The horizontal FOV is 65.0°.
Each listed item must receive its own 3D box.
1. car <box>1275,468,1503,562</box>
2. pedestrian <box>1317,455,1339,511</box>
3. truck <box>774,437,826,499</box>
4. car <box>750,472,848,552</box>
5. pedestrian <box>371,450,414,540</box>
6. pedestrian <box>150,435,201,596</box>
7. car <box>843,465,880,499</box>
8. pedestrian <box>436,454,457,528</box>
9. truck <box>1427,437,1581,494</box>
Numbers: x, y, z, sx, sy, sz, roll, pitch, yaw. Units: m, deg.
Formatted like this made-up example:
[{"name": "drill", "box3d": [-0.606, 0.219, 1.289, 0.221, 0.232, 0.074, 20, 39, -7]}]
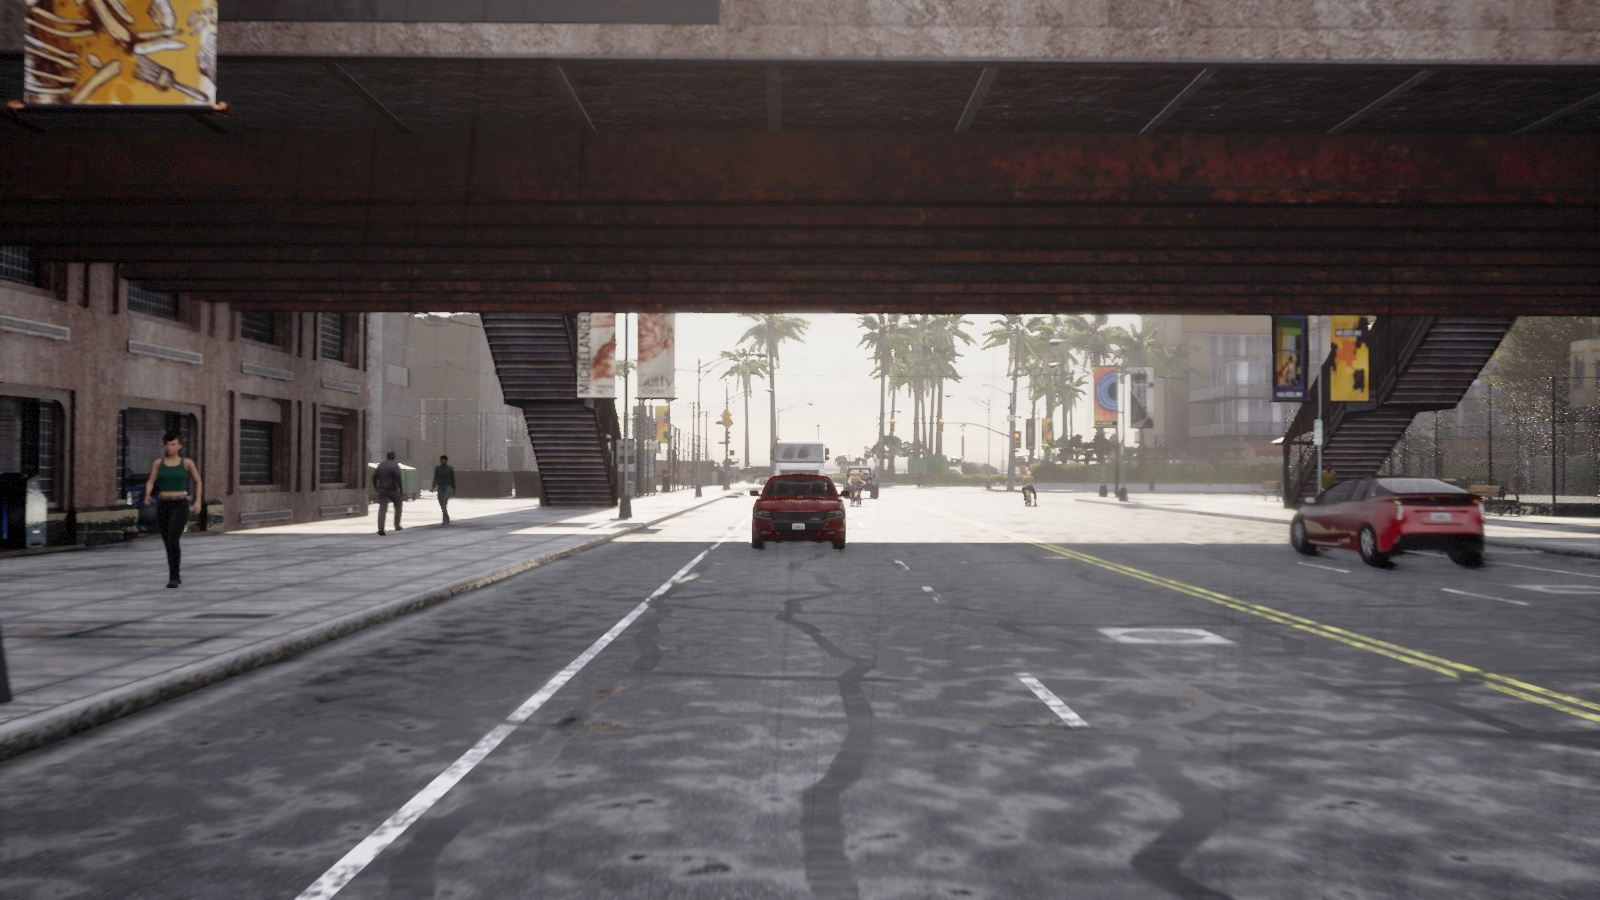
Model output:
[{"name": "car", "box3d": [10.473, 1.101, 22.757, 2.007, 1.525, 4.514, 0, -1, 0]}, {"name": "pedestrian", "box3d": [17.795, 1.109, 42.344, 0.431, 1.840, 0.709, 0, -1, 1]}, {"name": "truck", "box3d": [-0.019, 1.077, 74.315, 2.891, 3.462, 7.936, 0, -1, 0]}, {"name": "car", "box3d": [0.002, 1.238, 26.639, 1.882, 1.535, 5.008, 0, -1, 0]}, {"name": "pedestrian", "box3d": [-8.746, 0.958, 26.954, 0.563, 1.883, 0.849, 0, -1, 8]}, {"name": "pedestrian", "box3d": [-7.278, 0.746, 14.647, 0.345, 1.836, 0.594, 0, -1, -7]}, {"name": "car", "box3d": [3.487, 1.804, 72.095, 1.905, 1.878, 3.866, 0, -1, 0]}, {"name": "pedestrian", "box3d": [-8.948, 1.039, 31.778, 0.353, 1.847, 0.614, 0, -1, 0]}, {"name": "truck", "box3d": [43.768, 0.968, 78.267, 7.936, 3.462, 2.891, 0, -1, 0]}]
